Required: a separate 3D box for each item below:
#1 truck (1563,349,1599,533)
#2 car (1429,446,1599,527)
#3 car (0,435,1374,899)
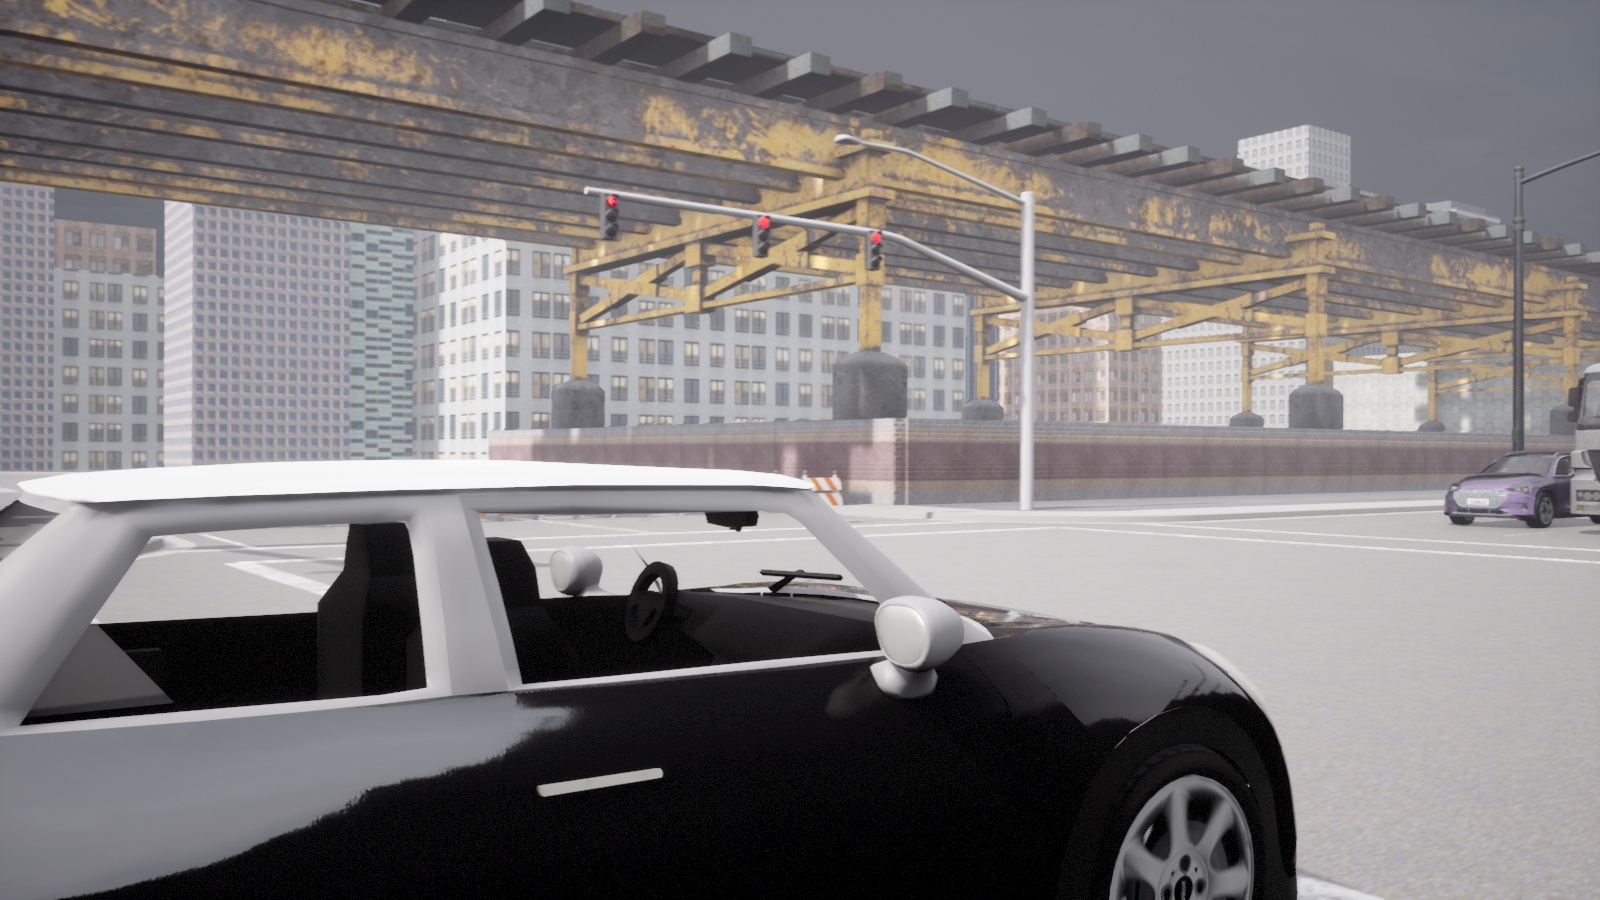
[{"bbox_3d":[18.787,-0.172,25.263,7.936,3.462,2.891,0,0,-35],"label":"truck"},{"bbox_3d":[16.195,0.750,27.724,4.856,1.649,2.033,0,0,-35],"label":"car"},{"bbox_3d":[-0.480,0.721,3.325,3.806,1.475,1.970,0,0,-35],"label":"car"}]
